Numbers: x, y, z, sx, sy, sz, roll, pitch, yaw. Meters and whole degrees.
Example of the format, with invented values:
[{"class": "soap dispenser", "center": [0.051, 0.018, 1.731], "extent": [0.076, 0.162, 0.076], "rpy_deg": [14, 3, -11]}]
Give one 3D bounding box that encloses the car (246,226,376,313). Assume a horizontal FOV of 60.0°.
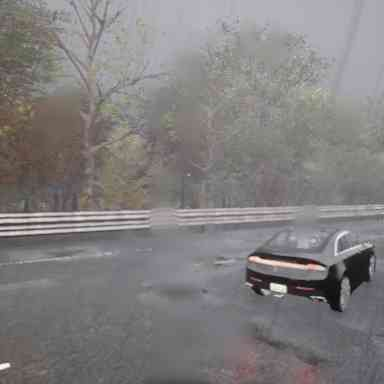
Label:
[{"class": "car", "center": [3.064, 1.575, 7.993], "extent": [2.128, 1.511, 4.902], "rpy_deg": [0, -1, 38]}]
